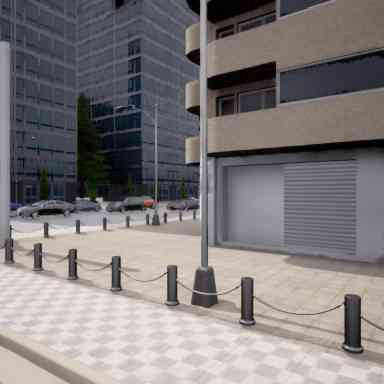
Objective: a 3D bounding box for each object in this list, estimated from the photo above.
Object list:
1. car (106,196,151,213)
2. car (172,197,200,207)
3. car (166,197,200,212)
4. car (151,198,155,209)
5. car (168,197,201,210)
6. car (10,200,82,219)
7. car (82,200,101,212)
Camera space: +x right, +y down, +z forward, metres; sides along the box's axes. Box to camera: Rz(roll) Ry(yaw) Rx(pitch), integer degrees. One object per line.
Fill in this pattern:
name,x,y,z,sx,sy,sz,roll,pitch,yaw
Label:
car,-7.034,1.297,35.796,2.097,1.767,4.553,0,0,36
car,-0.802,1.470,50.370,1.812,1.442,4.674,0,0,36
car,-0.689,1.492,38.267,2.033,1.411,5.357,0,0,36
car,-6.767,1.297,42.140,2.097,1.767,4.553,0,0,36
car,-0.962,1.449,44.194,1.837,1.490,4.892,0,0,36
car,-12.376,1.436,28.394,2.128,1.511,4.902,0,0,36
car,-11.709,1.508,35.291,1.994,1.385,4.181,0,0,36
